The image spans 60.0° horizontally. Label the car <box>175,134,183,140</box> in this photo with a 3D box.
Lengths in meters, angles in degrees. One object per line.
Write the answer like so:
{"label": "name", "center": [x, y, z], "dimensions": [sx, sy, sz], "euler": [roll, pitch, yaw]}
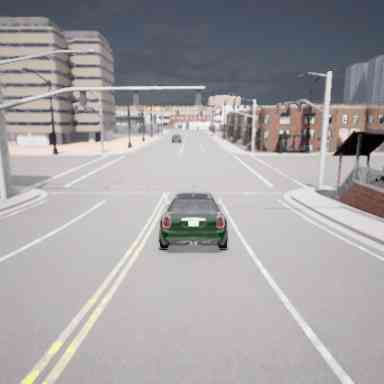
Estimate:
{"label": "car", "center": [-3.501, -15.113, 91.196], "dimensions": [1.994, 1.385, 4.181], "euler": [0, 12, 0]}

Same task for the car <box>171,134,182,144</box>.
{"label": "car", "center": [-3.501, -12.150, 75.663], "dimensions": [2.150, 2.045, 5.566], "euler": [0, 12, 0]}

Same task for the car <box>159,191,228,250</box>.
{"label": "car", "center": [0.058, 0.730, 11.795], "dimensions": [2.097, 1.767, 4.553], "euler": [0, 6, 0]}
